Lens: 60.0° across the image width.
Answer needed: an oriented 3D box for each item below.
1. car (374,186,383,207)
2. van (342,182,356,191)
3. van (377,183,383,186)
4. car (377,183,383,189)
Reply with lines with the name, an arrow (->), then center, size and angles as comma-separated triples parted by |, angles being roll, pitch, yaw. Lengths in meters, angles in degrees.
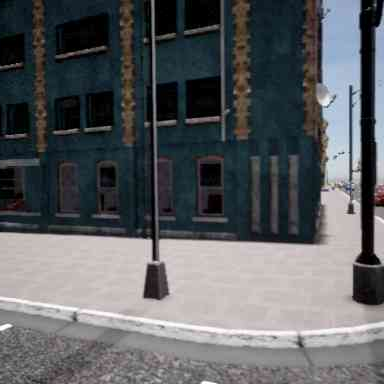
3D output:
car -> 15.771, 0.414, 27.543 | 1.887, 1.381, 4.507 | 0, 2, 22
van -> 30.246, -1.048, 63.582 | 1.690, 1.788, 3.998 | 0, 2, 22
van -> 17.836, 0.031, 32.687 | 1.690, 1.788, 3.998 | 0, 2, 22
car -> 43.765, -1.394, 76.100 | 2.008, 1.369, 4.403 | 0, 2, 22
